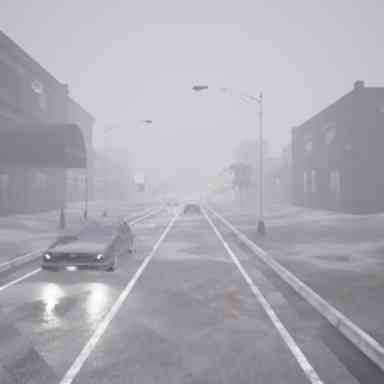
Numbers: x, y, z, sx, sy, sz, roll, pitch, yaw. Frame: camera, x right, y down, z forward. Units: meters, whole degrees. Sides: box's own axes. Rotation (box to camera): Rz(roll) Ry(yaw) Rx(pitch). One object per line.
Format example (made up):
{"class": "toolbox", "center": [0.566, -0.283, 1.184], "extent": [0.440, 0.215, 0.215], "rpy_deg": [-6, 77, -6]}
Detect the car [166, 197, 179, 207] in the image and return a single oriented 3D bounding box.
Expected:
{"class": "car", "center": [-3.135, 1.653, 54.427], "extent": [2.128, 1.511, 4.902], "rpy_deg": [0, 0, 0]}

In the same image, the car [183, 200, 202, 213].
{"class": "car", "center": [0.057, 1.676, 38.454], "extent": [1.812, 1.442, 4.674], "rpy_deg": [0, 0, 0]}

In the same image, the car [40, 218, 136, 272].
{"class": "car", "center": [-3.115, 1.604, 11.262], "extent": [2.033, 1.411, 5.357], "rpy_deg": [0, 0, 0]}
